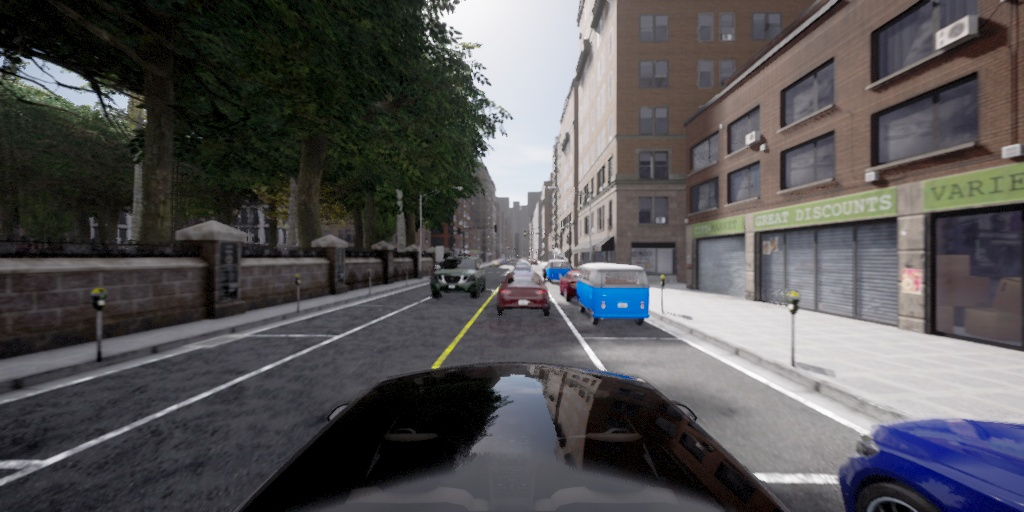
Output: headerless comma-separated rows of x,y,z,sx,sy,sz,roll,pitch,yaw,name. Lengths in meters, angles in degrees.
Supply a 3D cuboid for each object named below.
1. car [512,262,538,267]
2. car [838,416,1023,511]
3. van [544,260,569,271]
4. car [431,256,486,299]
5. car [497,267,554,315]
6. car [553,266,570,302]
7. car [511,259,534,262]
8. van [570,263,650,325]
0.825,1.396,27.113,2.033,1.411,5.357,0,0,2,car
3.073,1.277,0.432,1.812,1.442,4.674,0,0,2,car
3.635,1.201,28.755,1.690,1.789,3.998,0,0,2,van
-2.620,1.034,18.884,2.150,2.045,5.566,0,0,2,car
0.422,1.325,13.766,1.812,1.442,4.674,0,0,2,car
3.293,1.364,17.439,1.888,1.381,4.507,0,0,2,car
1.094,1.393,39.043,1.837,1.490,4.892,0,0,1,car
3.122,1.138,11.781,1.690,1.789,3.998,0,0,2,van
